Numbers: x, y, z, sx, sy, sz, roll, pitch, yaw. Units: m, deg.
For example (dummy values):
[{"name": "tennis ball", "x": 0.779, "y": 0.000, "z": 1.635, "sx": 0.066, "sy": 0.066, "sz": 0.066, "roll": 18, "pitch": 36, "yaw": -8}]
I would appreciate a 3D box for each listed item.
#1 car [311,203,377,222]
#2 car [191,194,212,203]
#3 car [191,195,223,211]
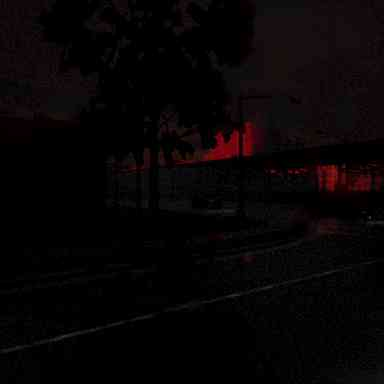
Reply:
[{"name": "car", "x": 12.127, "y": 1.600, "z": 26.810, "sx": 1.895, "sy": 1.301, "sz": 4.718, "roll": 0, "pitch": 0, "yaw": -34}, {"name": "car", "x": 1.903, "y": 1.352, "z": 67.392, "sx": 2.097, "sy": 1.767, "sz": 4.553, "roll": 0, "pitch": 0, "yaw": -34}, {"name": "car", "x": 1.852, "y": 1.477, "z": 42.127, "sx": 1.882, "sy": 1.535, "sz": 5.008, "roll": 0, "pitch": 0, "yaw": -34}]
